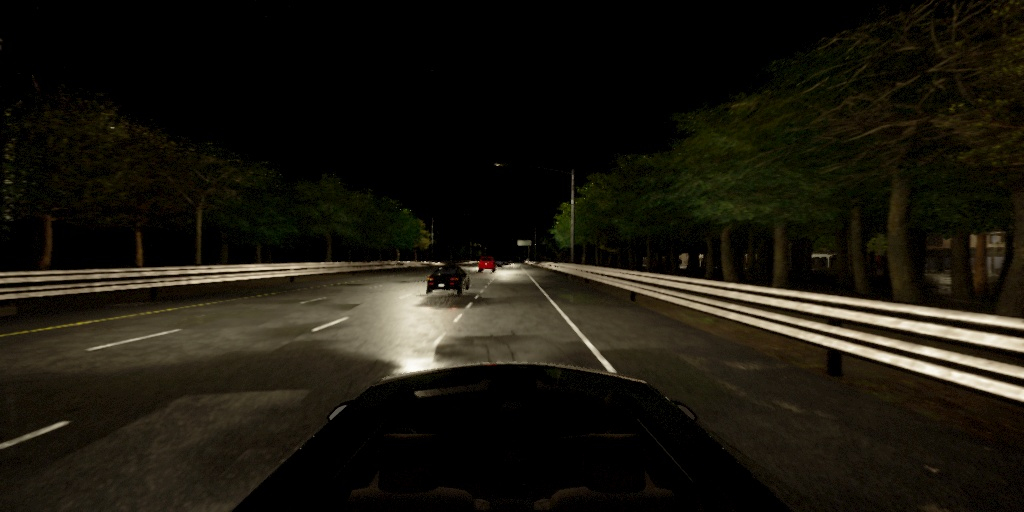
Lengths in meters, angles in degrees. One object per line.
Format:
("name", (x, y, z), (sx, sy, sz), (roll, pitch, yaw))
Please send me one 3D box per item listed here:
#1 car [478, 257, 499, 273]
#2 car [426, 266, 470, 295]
("car", (-3.320, 1.182, 49.114), (2.150, 2.045, 5.566), (0, -1, 0))
("car", (-3.458, 1.278, 19.904), (1.812, 1.442, 4.674), (0, 0, 0))
